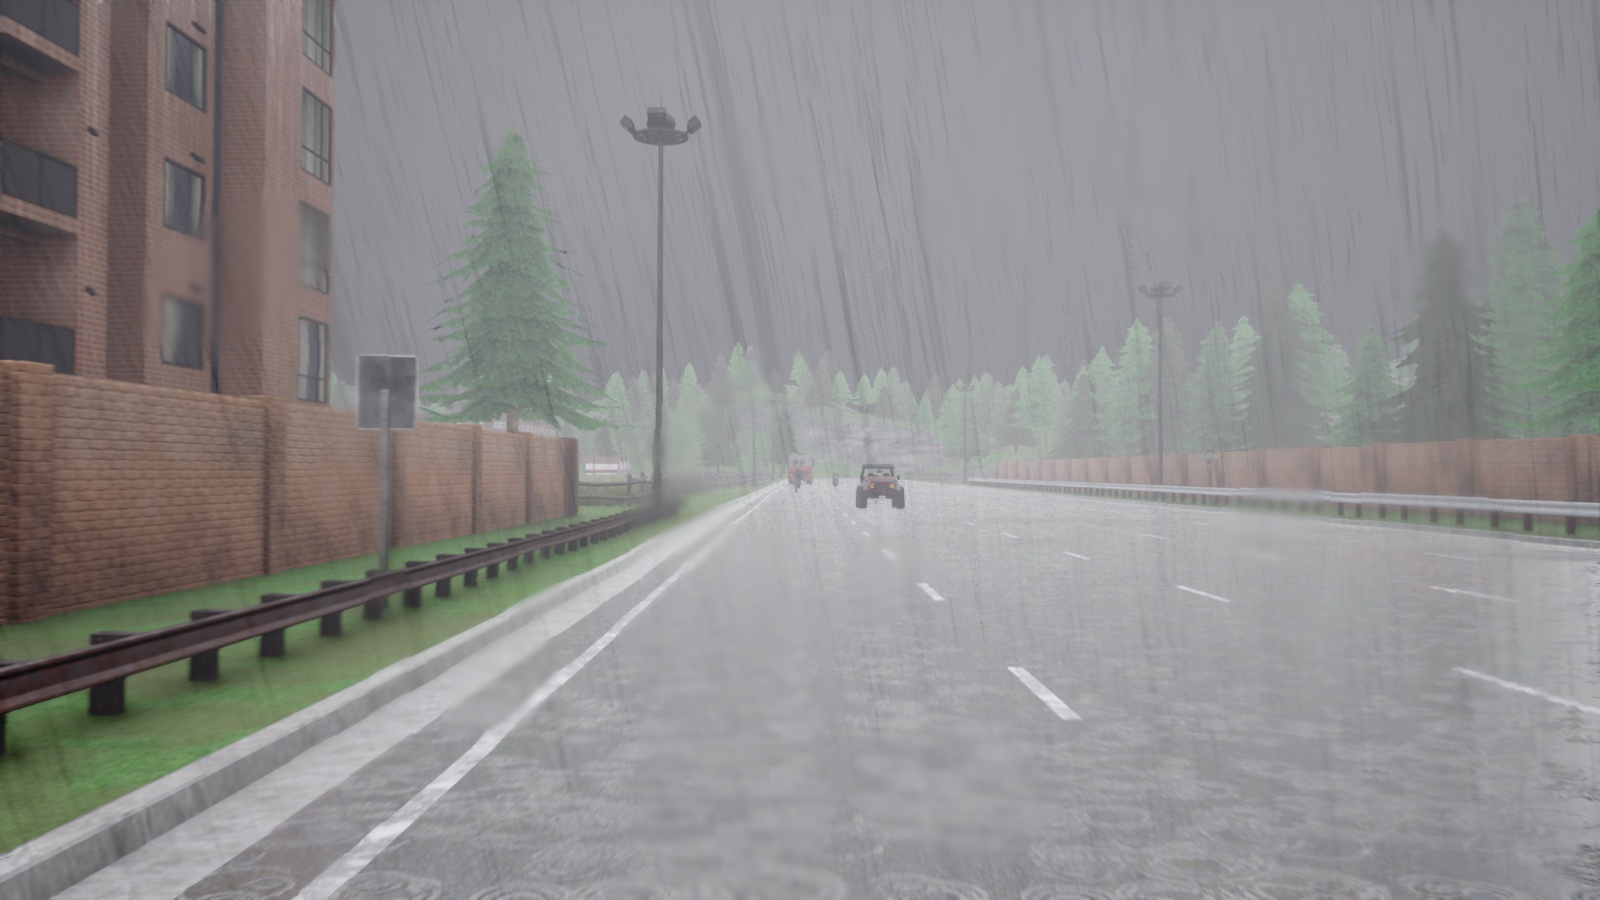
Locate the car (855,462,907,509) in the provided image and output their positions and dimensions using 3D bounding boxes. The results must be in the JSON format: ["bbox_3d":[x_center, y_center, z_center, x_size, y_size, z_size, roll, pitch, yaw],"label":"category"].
[{"bbox_3d":[3.370,1.483,53.008,1.905,1.878,3.866,0,-1,0],"label":"car"}]
